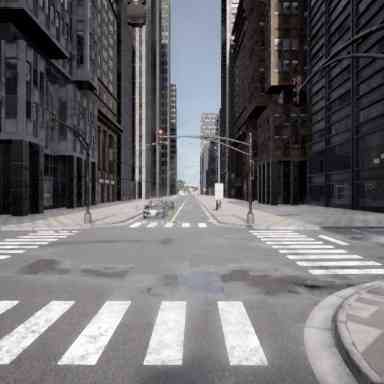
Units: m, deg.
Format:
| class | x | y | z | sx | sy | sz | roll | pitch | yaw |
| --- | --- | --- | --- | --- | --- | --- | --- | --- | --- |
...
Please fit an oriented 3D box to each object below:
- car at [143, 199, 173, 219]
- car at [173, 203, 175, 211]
| class | x | y | z | sx | sy | sz | roll | pitch | yaw |
| --- | --- | --- | --- | --- | --- | --- | --- | --- | --- |
| car | -3.161 | 1.500 | 29.481 | 2.128 | 1.511 | 4.902 | 0 | 0 | 0 |
| car | -3.182 | 1.579 | 40.706 | 1.994 | 1.385 | 4.181 | 0 | 0 | 0 |
